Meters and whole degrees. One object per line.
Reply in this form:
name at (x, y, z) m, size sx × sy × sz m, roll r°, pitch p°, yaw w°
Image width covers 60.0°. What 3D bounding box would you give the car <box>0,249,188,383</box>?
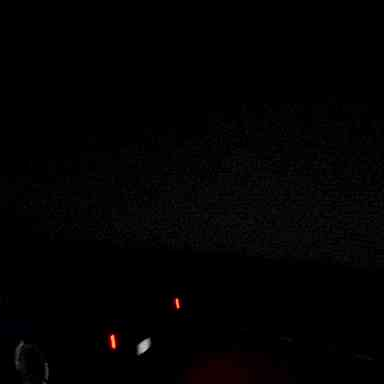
car at (-2.535, 1.586, 5.089) m, size 4.718 × 1.301 × 1.895 m, roll 0°, pitch 0°, yaw 28°
